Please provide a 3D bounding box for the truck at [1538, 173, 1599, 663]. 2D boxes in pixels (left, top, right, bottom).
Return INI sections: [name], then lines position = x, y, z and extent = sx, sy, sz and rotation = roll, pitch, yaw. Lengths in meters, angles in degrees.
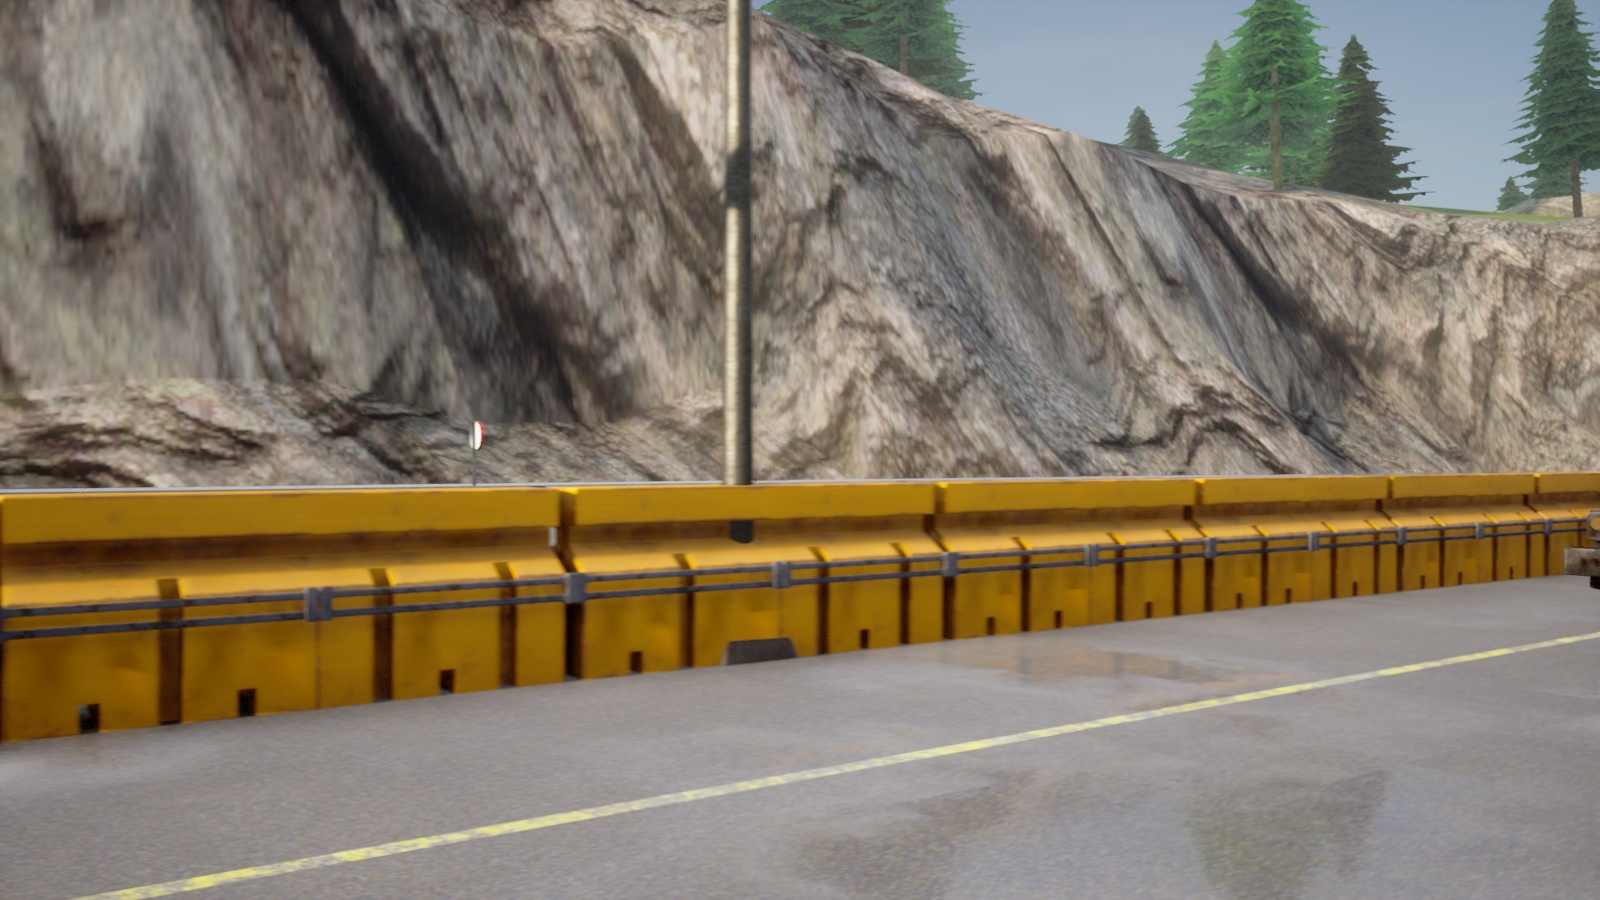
[truck]
position = 9.502, -0.232, 10.267
extent = 7.936, 3.462, 2.891
rotation = 0, 0, -35
